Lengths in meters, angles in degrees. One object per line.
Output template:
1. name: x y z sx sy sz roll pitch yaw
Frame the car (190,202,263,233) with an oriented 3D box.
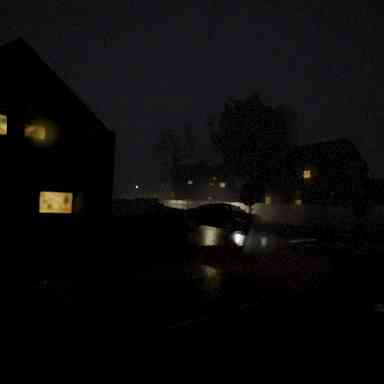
1. car: 1.761 1.352 18.575 1.882 1.535 5.008 3 -2 -33

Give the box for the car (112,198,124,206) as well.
1. car: -13.674 1.860 61.252 1.994 1.385 4.181 3 -1 -13

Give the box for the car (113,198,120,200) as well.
1. car: -8.192 1.480 36.241 1.837 1.490 4.892 3 -1 -24

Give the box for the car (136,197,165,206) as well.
1. car: -3.480 1.259 27.087 2.097 1.767 4.553 3 -2 -29

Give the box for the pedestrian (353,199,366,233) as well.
1. pedestrian: 9.090 1.280 18.109 0.375 1.860 0.375 3 -2 -36
